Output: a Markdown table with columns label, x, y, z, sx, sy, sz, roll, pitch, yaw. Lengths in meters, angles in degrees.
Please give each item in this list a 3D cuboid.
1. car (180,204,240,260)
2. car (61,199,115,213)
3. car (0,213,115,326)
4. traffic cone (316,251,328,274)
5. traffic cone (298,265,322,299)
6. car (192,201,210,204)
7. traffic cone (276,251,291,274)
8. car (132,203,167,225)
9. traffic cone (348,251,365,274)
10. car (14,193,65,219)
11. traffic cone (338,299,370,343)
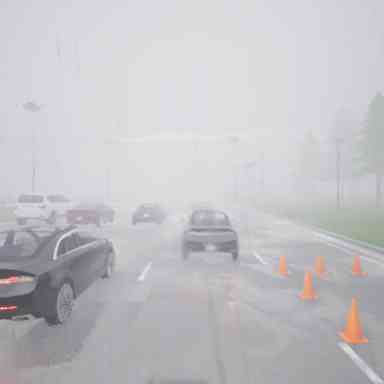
| label | x | y | z | sx | sy | sz | roll | pitch | yaw |
| --- | --- | --- | --- | --- | --- | --- | --- | --- | --- |
| car | 0.583 | 1.423 | 12.138 | 2.128 | 1.511 | 4.902 | 0 | 0 | 0 |
| car | -6.359 | 1.343 | 21.378 | 1.882 | 1.535 | 5.008 | 0 | 0 | 0 |
| car | -2.998 | 1.445 | 6.971 | 2.128 | 1.511 | 4.902 | 0 | 0 | 1 |
| traffic cone | 3.481 | 1.909 | 9.056 | 0.340 | 0.580 | 0.340 | 0 | 0 | 0 |
| traffic cone | 2.469 | 1.918 | 7.062 | 0.340 | 0.580 | 0.340 | 0 | 0 | 0 |
| car | 0.646 | 1.390 | 23.612 | 1.812 | 1.442 | 4.674 | 0 | 0 | 0 |
| traffic cone | 2.481 | 1.907 | 9.062 | 0.340 | 0.580 | 0.340 | 0 | 0 | 0 |
| car | -2.851 | 1.426 | 22.851 | 1.994 | 1.385 | 4.181 | 0 | 0 | 0 |
| traffic cone | 4.481 | 1.910 | 9.050 | 0.340 | 0.580 | 0.340 | 0 | 0 | 0 |
| car | -9.849 | 1.073 | 22.656 | 2.150 | 2.045 | 5.566 | 0 | 0 | 0 |
| traffic cone | 2.457 | 1.930 | 5.062 | 0.340 | 0.580 | 0.340 | 0 | 0 | 0 |
